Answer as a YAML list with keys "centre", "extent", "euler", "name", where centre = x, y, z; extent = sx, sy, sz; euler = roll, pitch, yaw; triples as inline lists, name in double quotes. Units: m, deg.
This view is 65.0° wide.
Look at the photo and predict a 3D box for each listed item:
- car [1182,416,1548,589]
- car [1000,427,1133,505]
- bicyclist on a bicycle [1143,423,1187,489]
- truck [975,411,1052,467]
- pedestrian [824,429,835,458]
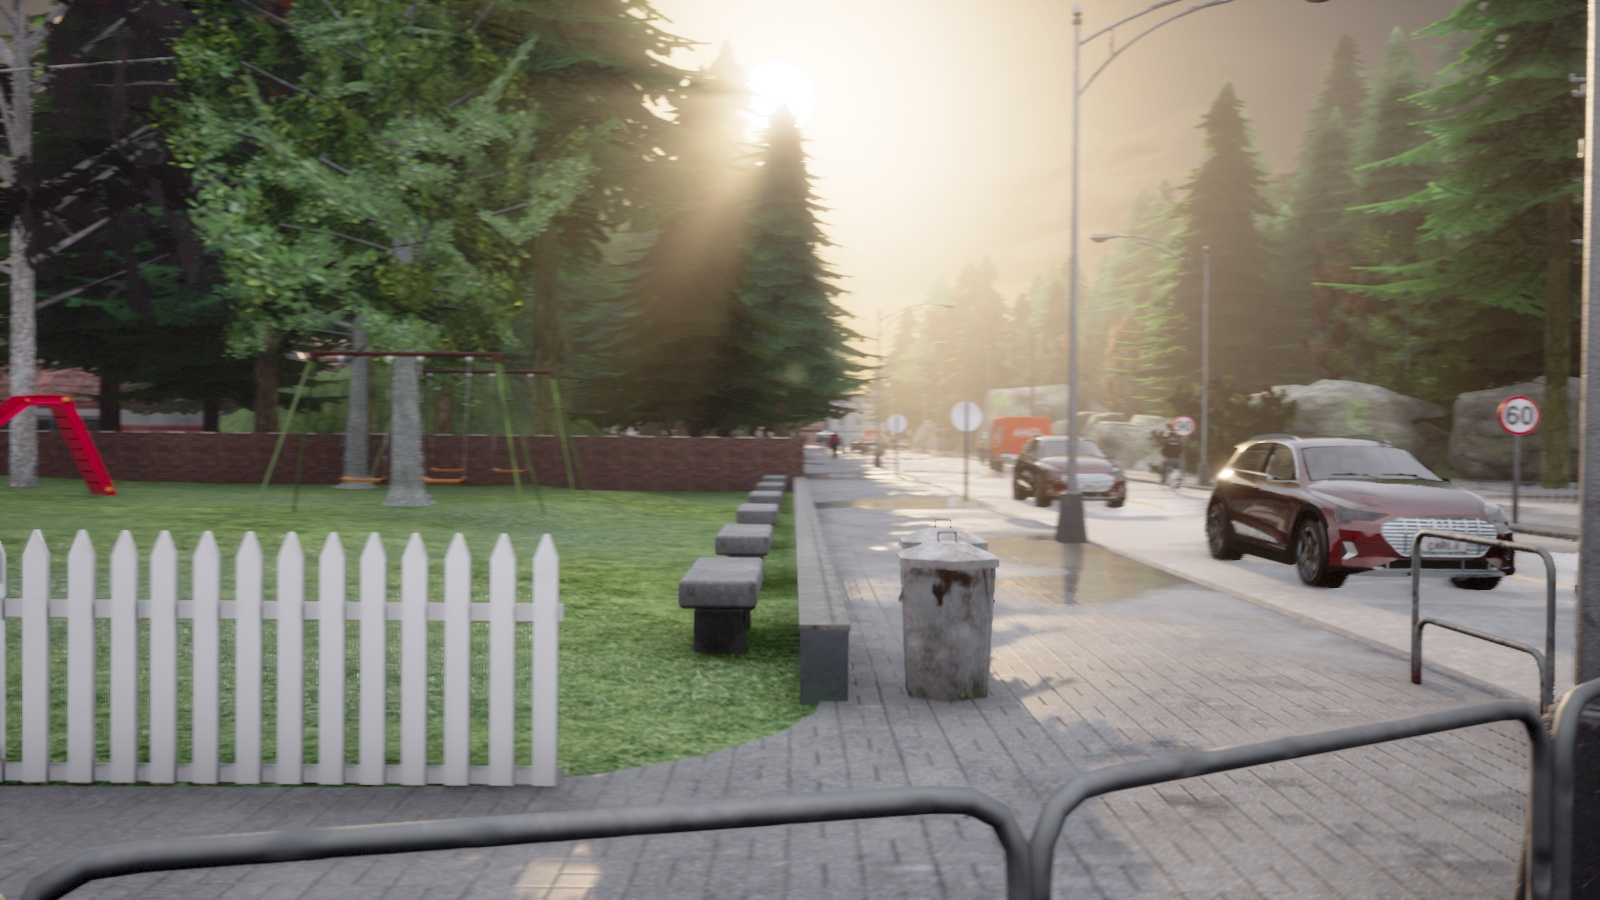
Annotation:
- centre: [6.238, 0.483, 14.646]
  extent: [2.033, 1.649, 4.856]
  euler: [-1, 1, 0]
  name: "car"
- centre: [6.117, 0.314, 29.422]
  extent: [2.033, 1.649, 4.856]
  euler: [-1, 1, 0]
  name: "car"
- centre: [10.073, 0.144, 34.741]
  extent: [0.659, 1.776, 1.843]
  euler: [-1, 1, 0]
  name: "bicyclist on a bicycle"
- centre: [9.883, -0.499, 58.610]
  extent: [2.627, 2.467, 5.204]
  euler: [-1, 0, 0]
  name: "truck"
- centre: [1.907, -0.441, 80.516]
  extent: [0.634, 1.844, 0.899]
  euler: [-1, 1, -2]
  name: "pedestrian"
